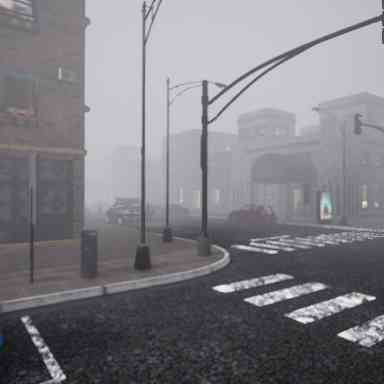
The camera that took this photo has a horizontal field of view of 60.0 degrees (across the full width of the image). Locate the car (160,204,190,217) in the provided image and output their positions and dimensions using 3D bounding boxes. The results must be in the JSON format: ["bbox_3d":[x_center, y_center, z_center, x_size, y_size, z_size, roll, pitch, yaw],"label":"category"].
[{"bbox_3d":[-1.868,1.929,35.708,1.802,1.307,4.206,0,0,-35],"label":"car"}]

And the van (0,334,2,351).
[{"bbox_3d":[-4.245,1.331,3.533,3.998,1.788,1.690,0,0,-36],"label":"van"}]

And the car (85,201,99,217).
[{"bbox_3d":[-11.993,1.905,35.540,2.008,1.369,4.403,0,0,-35],"label":"car"}]

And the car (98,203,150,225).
[{"bbox_3d":[-5.441,1.811,26.219,2.008,1.369,4.403,0,0,-35],"label":"car"}]

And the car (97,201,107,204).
[{"bbox_3d":[-14.971,2.090,54.350,2.008,1.369,4.403,0,0,-35],"label":"car"}]

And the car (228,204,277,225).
[{"bbox_3d":[4.683,1.694,26.388,1.967,1.590,4.097,0,0,-35],"label":"car"}]

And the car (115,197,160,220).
[{"bbox_3d":[-5.536,1.518,31.045,2.150,2.045,5.566,0,-1,-35],"label":"car"}]

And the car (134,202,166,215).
[{"bbox_3d":[-5.144,1.945,40.369,2.008,1.369,4.403,0,0,-35],"label":"car"}]
